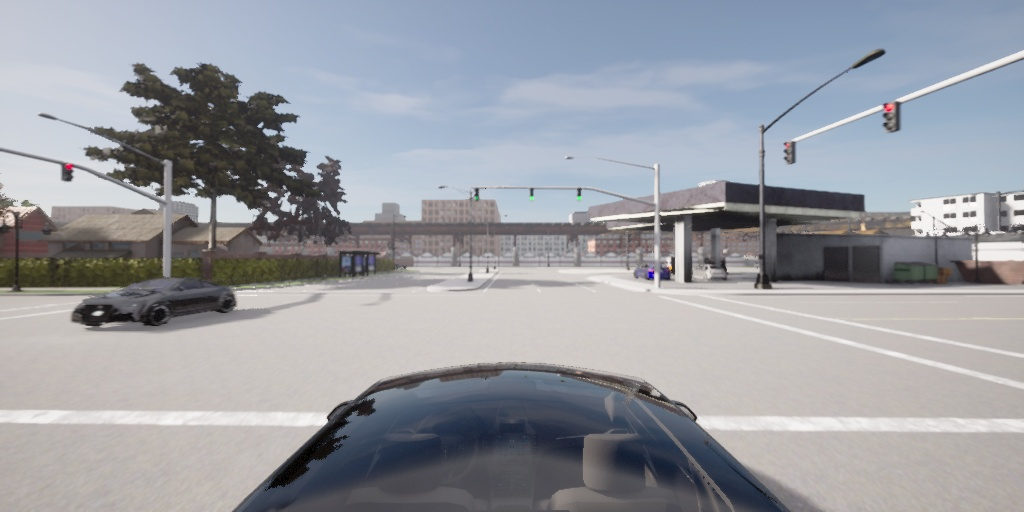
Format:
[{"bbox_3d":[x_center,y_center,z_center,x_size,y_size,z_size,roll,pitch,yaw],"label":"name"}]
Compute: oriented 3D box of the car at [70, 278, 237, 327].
[{"bbox_3d":[-11.498,1.420,11.953,1.994,1.385,4.181,0,-1,0],"label":"car"}]
